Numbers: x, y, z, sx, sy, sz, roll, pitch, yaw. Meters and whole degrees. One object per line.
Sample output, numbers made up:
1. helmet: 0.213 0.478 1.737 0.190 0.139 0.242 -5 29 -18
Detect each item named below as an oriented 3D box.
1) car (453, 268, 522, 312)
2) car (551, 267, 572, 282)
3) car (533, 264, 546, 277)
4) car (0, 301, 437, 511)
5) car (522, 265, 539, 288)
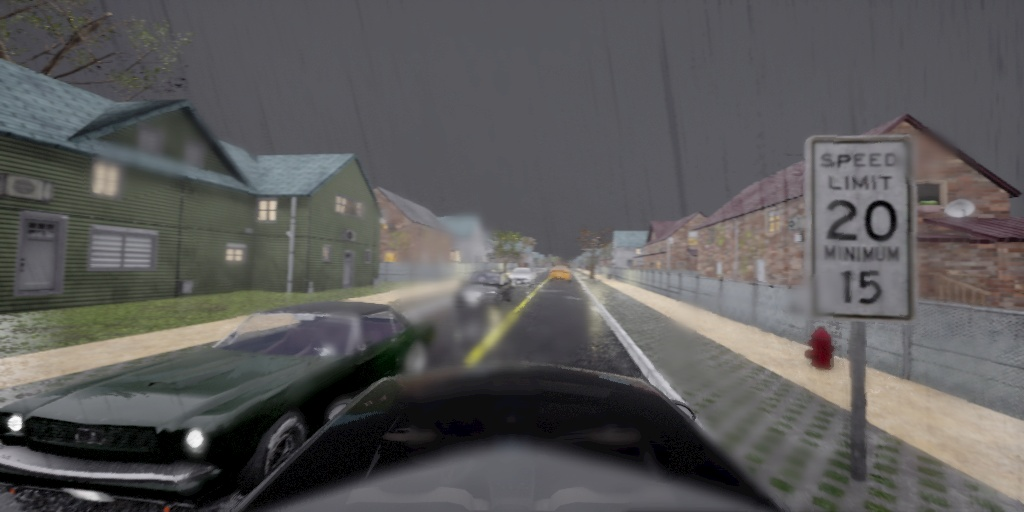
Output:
1. car: -1.048 1.388 15.351 2.128 1.511 4.902 1 -1 8
2. car: 5.089 1.829 37.067 1.882 1.535 5.008 1 -1 9
3. car: 3.045 1.632 42.400 1.895 1.301 4.718 1 -1 8
4. car: -2.580 1.324 4.594 1.895 1.301 4.718 1 -1 7
5. car: 0.823 1.636 27.933 1.812 1.442 4.674 1 -1 8
